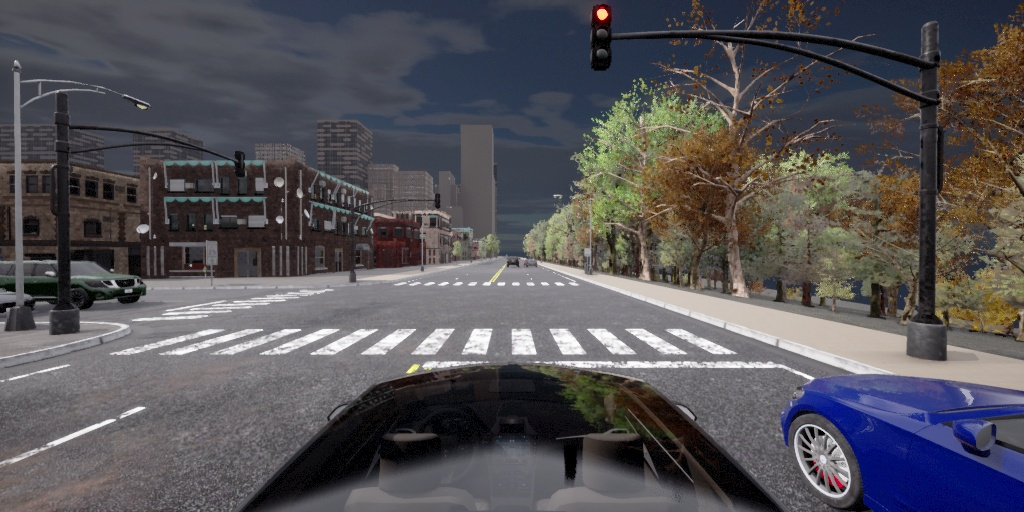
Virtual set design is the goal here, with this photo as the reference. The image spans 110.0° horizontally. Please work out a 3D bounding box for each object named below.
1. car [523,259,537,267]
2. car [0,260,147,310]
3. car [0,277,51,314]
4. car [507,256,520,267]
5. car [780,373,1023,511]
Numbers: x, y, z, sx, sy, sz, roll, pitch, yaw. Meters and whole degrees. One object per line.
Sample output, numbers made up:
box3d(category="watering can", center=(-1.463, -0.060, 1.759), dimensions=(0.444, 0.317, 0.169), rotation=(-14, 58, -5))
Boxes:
box3d(category="car", center=(3.470, 1.218, 63.887), dimensions=(2.128, 1.511, 4.902), rotation=(0, 0, 0))
box3d(category="car", center=(-19.311, 1.186, 15.486), dimensions=(5.566, 2.045, 2.150), rotation=(-1, 1, 0))
box3d(category="car", center=(-19.926, 1.565, 12.784), dimensions=(4.313, 1.339, 1.948), rotation=(0, 0, 0))
box3d(category="car", center=(0.218, 0.948, 63.727), dimensions=(2.150, 2.045, 5.566), rotation=(0, 0, 1))
box3d(category="car", center=(3.346, 1.276, 1.343), dimensions=(1.812, 1.442, 4.674), rotation=(0, 0, 2))
